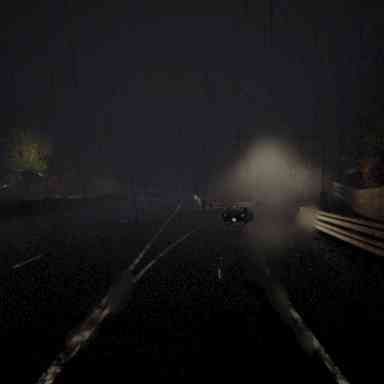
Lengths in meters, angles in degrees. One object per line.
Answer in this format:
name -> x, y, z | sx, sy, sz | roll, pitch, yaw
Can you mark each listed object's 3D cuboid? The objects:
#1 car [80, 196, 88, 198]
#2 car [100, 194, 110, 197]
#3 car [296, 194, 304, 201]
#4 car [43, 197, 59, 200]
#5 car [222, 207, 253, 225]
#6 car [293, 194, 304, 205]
car -> -21.244, 1.543, 65.661 | 1.994, 1.385, 4.181 | 0, 0, 0
car -> -21.302, 1.186, 81.654 | 2.097, 1.767, 4.553 | 0, 0, 0
car -> 26.025, 1.265, 80.297 | 1.812, 1.442, 4.674 | 0, 4, 18
car -> -21.238, 1.483, 49.707 | 1.837, 1.490, 4.892 | 0, 0, 0
car -> 3.760, 1.830, 26.627 | 1.895, 1.301, 4.718 | 0, -2, 17
car -> 22.563, 1.815, 70.807 | 1.882, 1.535, 5.008 | 0, 3, 20
